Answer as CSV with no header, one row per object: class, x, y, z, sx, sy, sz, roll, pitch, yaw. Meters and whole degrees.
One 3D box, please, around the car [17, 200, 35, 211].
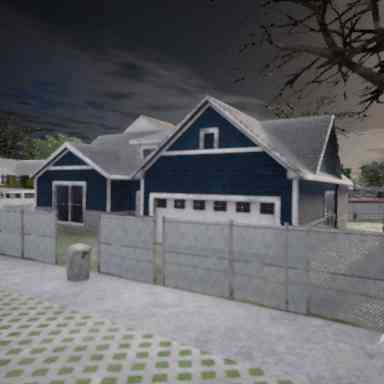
car,-17.952,1.672,37.638,1.812,1.442,4.674,1,0,16
